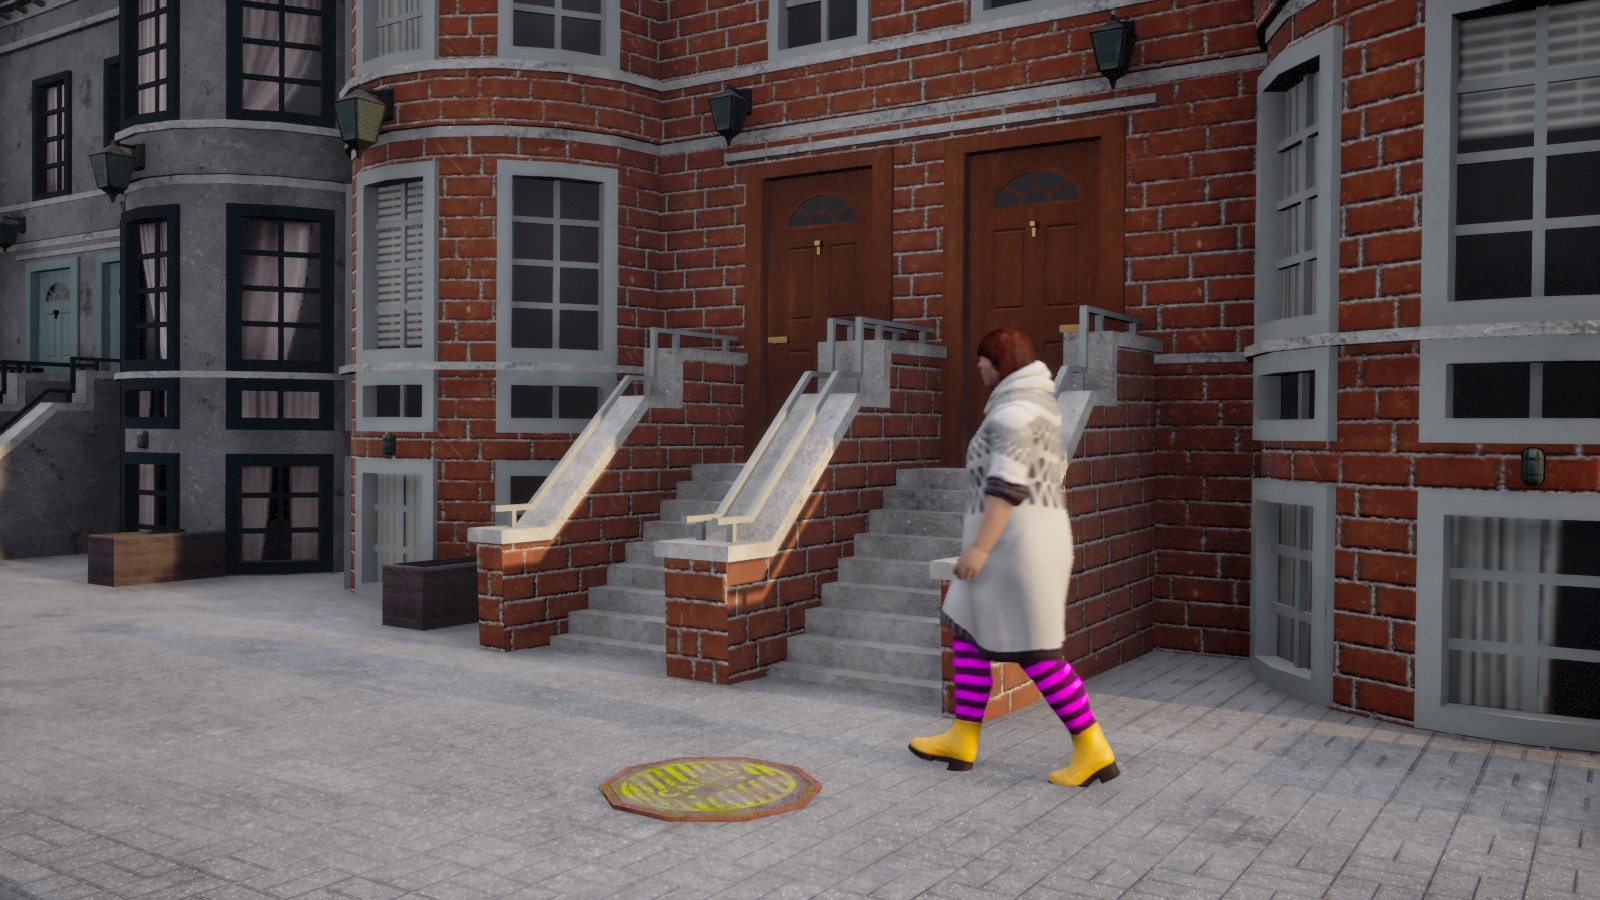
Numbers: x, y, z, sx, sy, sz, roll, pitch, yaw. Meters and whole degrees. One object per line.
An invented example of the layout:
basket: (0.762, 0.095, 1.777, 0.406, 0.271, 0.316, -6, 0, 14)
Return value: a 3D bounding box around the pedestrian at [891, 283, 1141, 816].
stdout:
pedestrian: (0.887, 0.364, 5.061, 0.873, 1.952, 0.659, 0, 1, 21)
